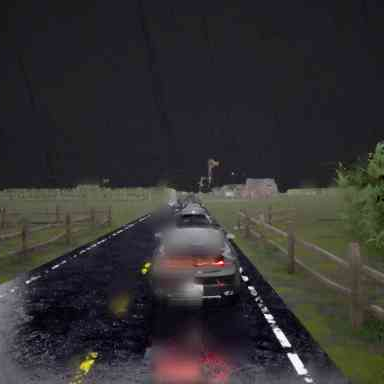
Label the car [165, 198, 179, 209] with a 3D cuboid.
[{"bbox_3d":[-2.694,1.532,45.985,2.128,1.511,4.902,0,0,0],"label":"car"}]

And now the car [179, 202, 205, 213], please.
[{"bbox_3d":[0.126,1.581,28.701,1.994,1.385,4.181,0,0,0],"label":"car"}]

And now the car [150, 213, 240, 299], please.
[{"bbox_3d":[0.076,1.506,8.447,1.837,1.490,4.892,0,0,1],"label":"car"}]
